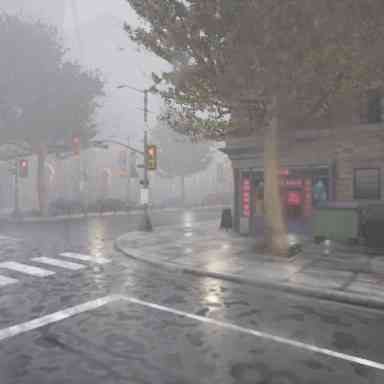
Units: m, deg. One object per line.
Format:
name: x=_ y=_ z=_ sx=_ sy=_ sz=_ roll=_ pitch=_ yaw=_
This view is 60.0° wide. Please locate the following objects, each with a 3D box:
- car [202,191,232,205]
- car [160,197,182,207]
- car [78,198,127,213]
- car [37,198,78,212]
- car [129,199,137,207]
car: x=3.960 y=1.200 z=56.144 sx=2.150 sy=2.045 sz=5.566 roll=0 pitch=0 yaw=36
car: x=-3.109 y=1.500 z=52.356 sx=1.812 sy=1.442 sz=4.674 roll=0 pitch=0 yaw=36
car: x=-9.796 y=1.482 z=37.144 sx=1.837 sy=1.490 sz=4.892 roll=0 pitch=0 yaw=36
car: x=-14.466 y=1.466 z=36.656 sx=2.128 sy=1.511 sz=4.902 roll=0 pitch=0 yaw=36
car: x=-10.209 y=1.567 z=47.930 sx=1.895 sy=1.301 sz=4.718 roll=0 pitch=0 yaw=36
